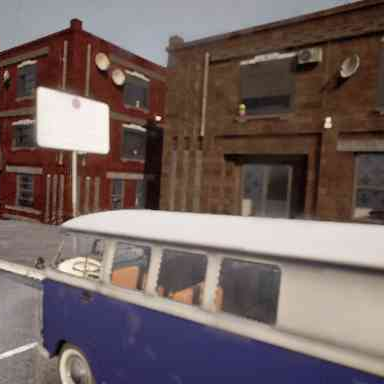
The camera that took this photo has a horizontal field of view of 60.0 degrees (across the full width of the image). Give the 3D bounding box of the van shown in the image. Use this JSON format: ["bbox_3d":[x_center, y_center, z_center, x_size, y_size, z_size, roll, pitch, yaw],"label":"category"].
[{"bbox_3d":[0.187,1.232,3.397,4.442,1.987,1.878,1,1,35],"label":"van"}]
